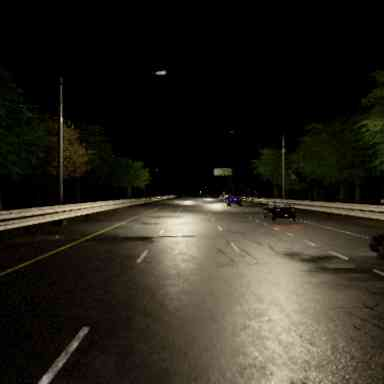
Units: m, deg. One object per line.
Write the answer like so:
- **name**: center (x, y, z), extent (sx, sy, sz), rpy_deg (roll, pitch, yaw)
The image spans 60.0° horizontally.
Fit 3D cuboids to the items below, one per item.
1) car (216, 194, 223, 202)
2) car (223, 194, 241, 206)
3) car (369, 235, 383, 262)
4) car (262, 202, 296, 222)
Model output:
- **car**: center (7.390, 1.802, 81.748), extent (1.812, 1.442, 4.674), rpy_deg (0, 0, 1)
- **car**: center (7.199, 1.405, 57.649), extent (2.150, 2.045, 5.566), rpy_deg (0, 0, 0)
- **car**: center (7.007, 1.560, 8.969), extent (2.033, 1.411, 5.357), rpy_deg (0, 0, 0)
- **car**: center (7.049, 1.561, 27.231), extent (2.128, 1.511, 4.902), rpy_deg (0, 0, 0)
